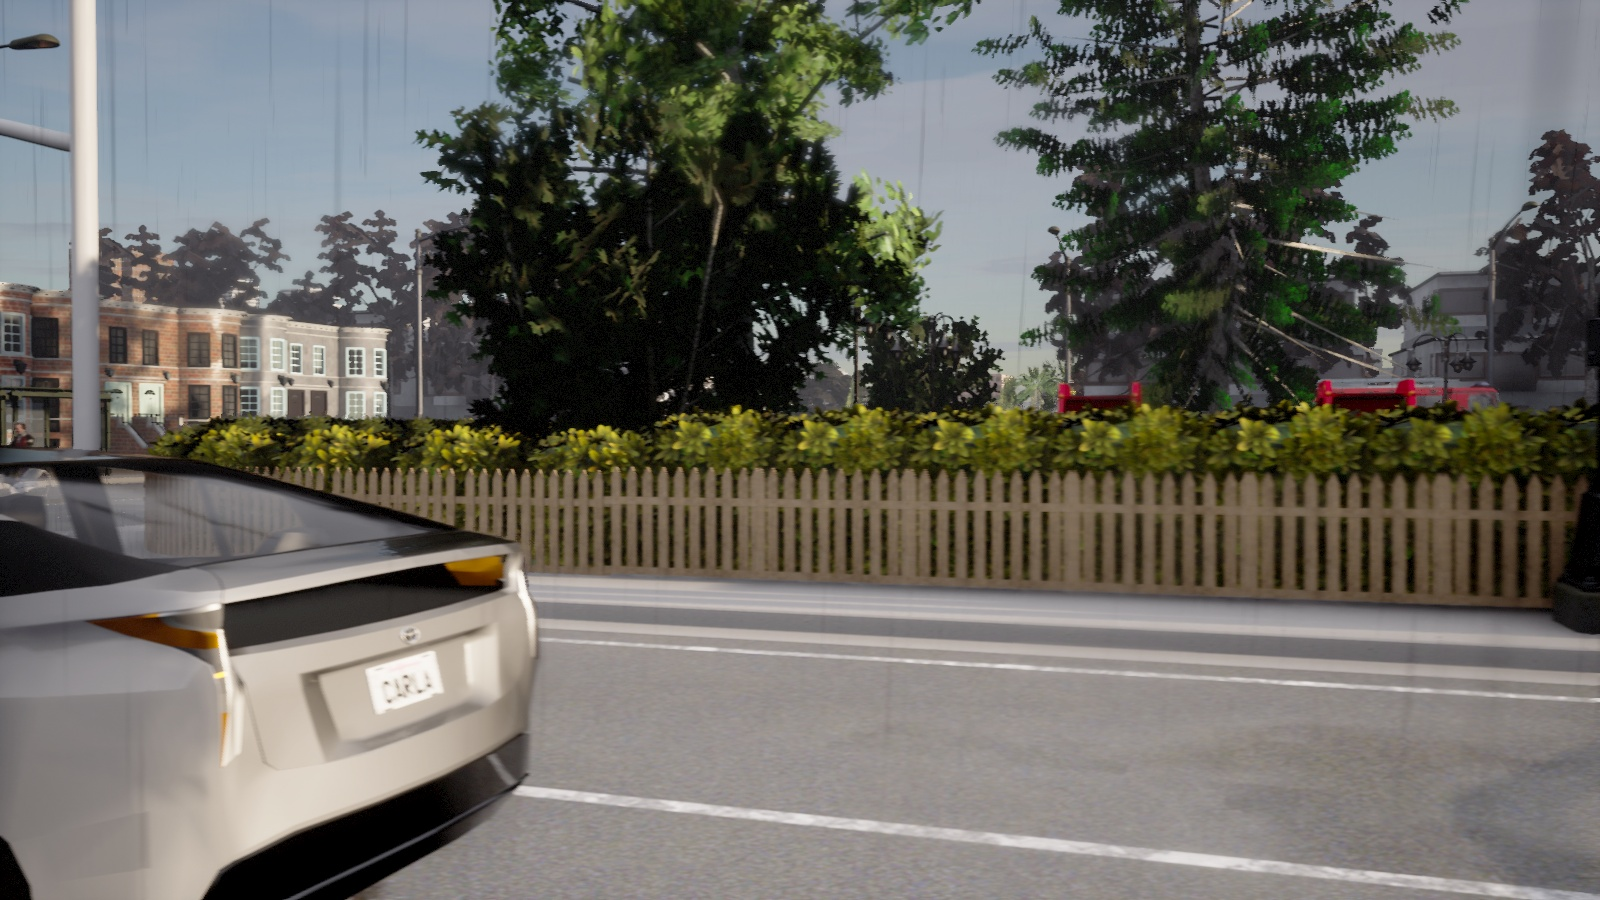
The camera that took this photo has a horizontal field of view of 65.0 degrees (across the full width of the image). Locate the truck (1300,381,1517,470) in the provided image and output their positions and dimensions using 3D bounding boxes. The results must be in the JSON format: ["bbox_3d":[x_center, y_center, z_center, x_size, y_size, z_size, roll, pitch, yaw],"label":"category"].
[{"bbox_3d":[27.275,-1.134,56.770,8.468,3.827,2.891,1,1,17],"label":"truck"}]

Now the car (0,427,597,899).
[{"bbox_3d":[-3.187,0.685,4.264,4.514,1.525,2.007,1,1,19],"label":"car"}]
